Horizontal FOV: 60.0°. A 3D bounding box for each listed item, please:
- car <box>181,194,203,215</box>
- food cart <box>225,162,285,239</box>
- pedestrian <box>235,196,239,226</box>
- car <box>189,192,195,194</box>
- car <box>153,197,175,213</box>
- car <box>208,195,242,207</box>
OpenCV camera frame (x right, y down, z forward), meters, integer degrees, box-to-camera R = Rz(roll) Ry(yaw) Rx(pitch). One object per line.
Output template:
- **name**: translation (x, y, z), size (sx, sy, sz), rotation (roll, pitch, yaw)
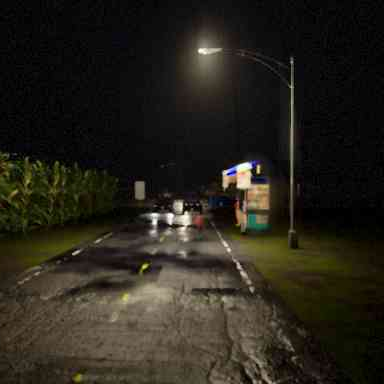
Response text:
- **car**: translation (0.017, 1.274, 31.098), size (2.128, 1.511, 4.902), rotation (0, 0, 0)
- **food cart**: translation (3.148, 0.344, 17.737), size (2.280, 3.560, 4.660), rotation (1, 1, 0)
- **pedestrian**: translation (2.822, 1.151, 20.576), size (0.375, 1.860, 0.375), rotation (-1, 1, -3)
- **car**: translation (-0.012, 0.791, 92.457), size (1.895, 1.301, 4.718), rotation (0, 1, 0)
- **car**: translation (-2.778, 1.271, 33.715), size (1.837, 1.490, 4.892), rotation (0, 0, 1)
- **car**: translation (4.487, 1.182, 44.265), size (5.008, 1.535, 1.882), rotation (-1, 0, -35)
